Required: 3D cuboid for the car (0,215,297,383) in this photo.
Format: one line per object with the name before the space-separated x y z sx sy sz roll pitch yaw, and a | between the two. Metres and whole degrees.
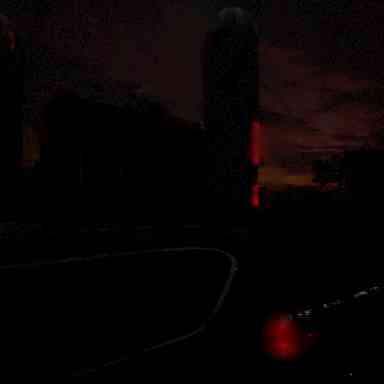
car | -1.809 1.225 1.779 5.566 2.045 2.150 0 0 -35
